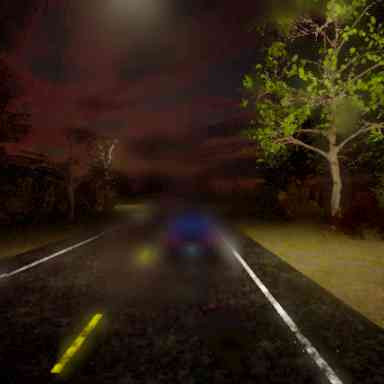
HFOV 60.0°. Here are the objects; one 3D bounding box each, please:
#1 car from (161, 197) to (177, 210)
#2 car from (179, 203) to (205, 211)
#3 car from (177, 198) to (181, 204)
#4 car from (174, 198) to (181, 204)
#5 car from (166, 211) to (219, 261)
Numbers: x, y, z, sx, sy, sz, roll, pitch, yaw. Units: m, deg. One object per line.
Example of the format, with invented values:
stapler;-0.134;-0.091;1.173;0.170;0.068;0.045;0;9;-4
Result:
car;-4.243;1.976;57.967;2.150;2.045;5.566;0;-1;-4
car;-0.034;1.875;27.315;1.837;1.490;4.892;0;0;0
car;-3.817;2.428;83.959;1.994;1.385;4.181;0;-1;-2
car;-3.975;2.498;91.355;1.882;1.535;5.008;0;-1;0
car;0.031;1.702;12.979;1.812;1.442;4.674;0;-1;0
